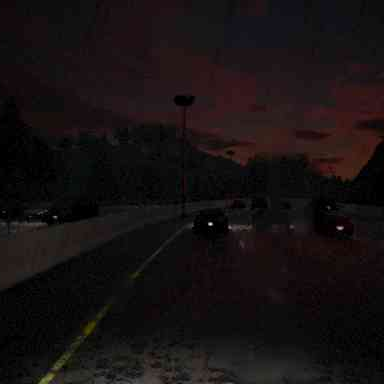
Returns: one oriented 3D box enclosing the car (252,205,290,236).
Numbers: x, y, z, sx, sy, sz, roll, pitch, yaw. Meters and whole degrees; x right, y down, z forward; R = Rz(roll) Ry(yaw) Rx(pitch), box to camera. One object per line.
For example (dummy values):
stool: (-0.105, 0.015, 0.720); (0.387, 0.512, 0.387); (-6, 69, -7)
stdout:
car: (4.663, 1.744, 19.981); (1.812, 1.442, 4.674); (0, 0, 6)

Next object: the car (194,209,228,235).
car: (1.224, 1.754, 20.368); (1.994, 1.385, 4.181); (0, 0, 6)

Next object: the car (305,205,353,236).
car: (8.235, 1.779, 20.224); (1.812, 1.442, 4.674); (0, 0, 6)

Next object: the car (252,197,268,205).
car: (10.758, 1.783, 52.731); (2.150, 2.045, 5.566); (0, -1, 17)

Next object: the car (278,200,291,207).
car: (14.953, 2.088, 53.986); (1.882, 1.535, 5.008); (0, 0, 17)

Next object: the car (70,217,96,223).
car: (-9.011, 1.358, 25.488); (2.150, 2.045, 5.566); (0, 0, 7)

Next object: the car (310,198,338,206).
car: (13.872, 1.660, 35.247); (2.150, 2.045, 5.566); (0, 0, 11)

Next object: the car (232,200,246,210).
car: (7.683, 2.051, 54.244); (1.837, 1.490, 4.892); (-1, -1, 17)
